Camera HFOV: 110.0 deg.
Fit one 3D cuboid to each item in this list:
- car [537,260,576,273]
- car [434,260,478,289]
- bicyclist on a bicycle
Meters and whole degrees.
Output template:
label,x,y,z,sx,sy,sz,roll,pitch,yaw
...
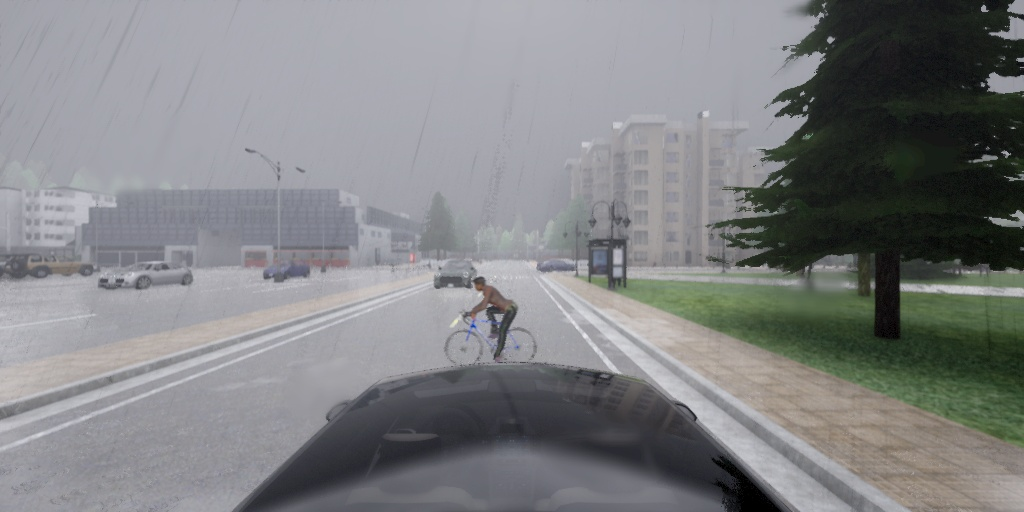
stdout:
label,x,y,z,sx,sy,sz,roll,pitch,yaw
car,5.088,1.132,40.126,4.674,1.442,1.812,0,0,-22
car,-3.351,1.028,22.071,2.097,1.767,4.553,0,0,1
bicyclist on a bicycle,-0.395,1.183,6.413,1.656,1.620,0.582,-2,0,1
